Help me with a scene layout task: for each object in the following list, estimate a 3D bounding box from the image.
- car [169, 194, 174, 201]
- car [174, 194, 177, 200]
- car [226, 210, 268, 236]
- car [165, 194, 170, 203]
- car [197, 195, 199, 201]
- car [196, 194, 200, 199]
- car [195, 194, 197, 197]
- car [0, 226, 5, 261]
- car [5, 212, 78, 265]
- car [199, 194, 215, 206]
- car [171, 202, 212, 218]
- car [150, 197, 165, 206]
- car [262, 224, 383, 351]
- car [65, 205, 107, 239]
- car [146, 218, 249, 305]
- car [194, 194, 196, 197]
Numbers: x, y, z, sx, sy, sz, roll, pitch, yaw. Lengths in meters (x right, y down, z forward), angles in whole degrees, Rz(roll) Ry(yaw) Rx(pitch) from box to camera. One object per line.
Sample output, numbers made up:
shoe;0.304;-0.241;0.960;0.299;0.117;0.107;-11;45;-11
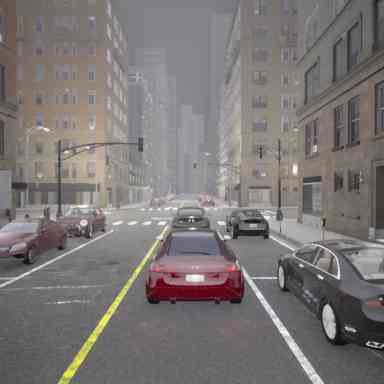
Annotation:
car;-5.986;1.625;81.106;1.752;1.417;4.829;0;0;0
car;-6.022;1.456;92.093;2.192;1.841;5.009;0;0;0
car;2.774;1.566;17.173;1.947;1.339;4.313;0;0;0
car;-5.935;1.606;65.050;2.008;1.369;4.403;0;0;0
car;2.590;1.606;65.080;2.008;1.369;4.403;0;0;0
car;2.555;1.523;75.898;1.967;1.590;4.097;0;0;0
car;2.520;1.560;86.716;1.967;1.590;4.097;0;0;0
car;-5.697;1.566;6.128;1.947;1.339;4.313;0;0;0
car;-5.724;1.582;11.629;1.802;1.307;4.206;0;0;0
car;2.623;1.475;54.263;1.967;1.590;4.097;0;0;0
car;-0.046;1.505;17.081;1.837;1.490;4.892;0;0;0
car;-5.901;1.617;54.233;1.802;1.307;4.206;0;0;0
car;2.828;1.550;6.170;2.008;1.369;4.403;0;0;0
car;-5.752;1.441;17.131;1.967;1.590;4.097;0;0;0
car;0.042;1.564;8.168;1.994;1.385;4.181;0;0;-1
car;2.502;1.456;92.126;2.192;1.841;5.009;0;0;0
